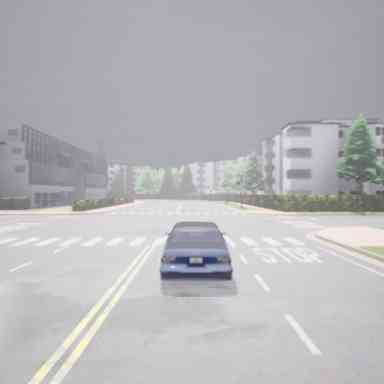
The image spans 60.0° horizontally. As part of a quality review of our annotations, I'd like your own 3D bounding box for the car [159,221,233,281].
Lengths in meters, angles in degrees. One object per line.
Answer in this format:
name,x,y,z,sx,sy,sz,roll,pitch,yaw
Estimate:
car,0.108,1.584,9.947,2.033,1.411,5.357,0,0,0
